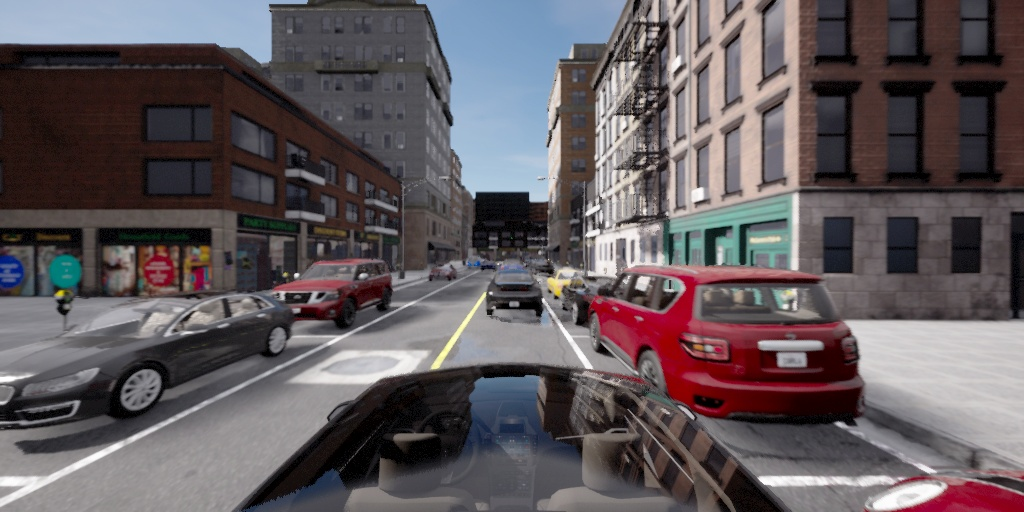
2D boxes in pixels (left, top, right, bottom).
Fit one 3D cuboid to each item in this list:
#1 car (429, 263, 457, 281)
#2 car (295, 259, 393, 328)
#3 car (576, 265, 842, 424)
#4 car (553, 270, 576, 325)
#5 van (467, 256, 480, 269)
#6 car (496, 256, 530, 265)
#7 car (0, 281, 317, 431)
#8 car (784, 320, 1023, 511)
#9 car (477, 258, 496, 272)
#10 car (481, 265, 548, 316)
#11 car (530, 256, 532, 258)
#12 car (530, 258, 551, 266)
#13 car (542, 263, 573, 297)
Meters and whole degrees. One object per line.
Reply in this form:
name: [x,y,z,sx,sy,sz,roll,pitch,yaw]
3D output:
car: [-5.394,1.235,28.418,1.802,1.307,4.207,0,0,0]
car: [-5.390,1.029,11.432,2.192,1.841,5.009,0,0,0]
car: [2.636,1.050,5.771,2.192,1.841,5.009,0,0,0]
car: [2.635,1.280,11.433,1.948,1.339,4.313,0,0,0]
van: [-5.398,0.912,51.065,1.690,1.789,3.998,0,0,0]
car: [0.078,1.003,28.906,2.097,1.767,4.553,0,0,0]
car: [-5.389,1.286,5.770,2.007,1.370,4.403,0,0,0]
car: [2.638,1.196,0.109,1.967,1.591,4.097,0,0,0]
car: [-2.850,1.198,43.701,1.895,1.301,4.718,0,0,0]
car: [0.080,1.211,13.100,1.837,1.490,4.892,0,0,0]
car: [3.012,1.107,42.113,1.837,1.490,4.892,0,0,0]
car: [3.013,1.132,35.113,1.837,1.490,4.892,0,0,0]
car: [2.634,1.219,17.265,1.751,1.417,4.829,0,0,0]
